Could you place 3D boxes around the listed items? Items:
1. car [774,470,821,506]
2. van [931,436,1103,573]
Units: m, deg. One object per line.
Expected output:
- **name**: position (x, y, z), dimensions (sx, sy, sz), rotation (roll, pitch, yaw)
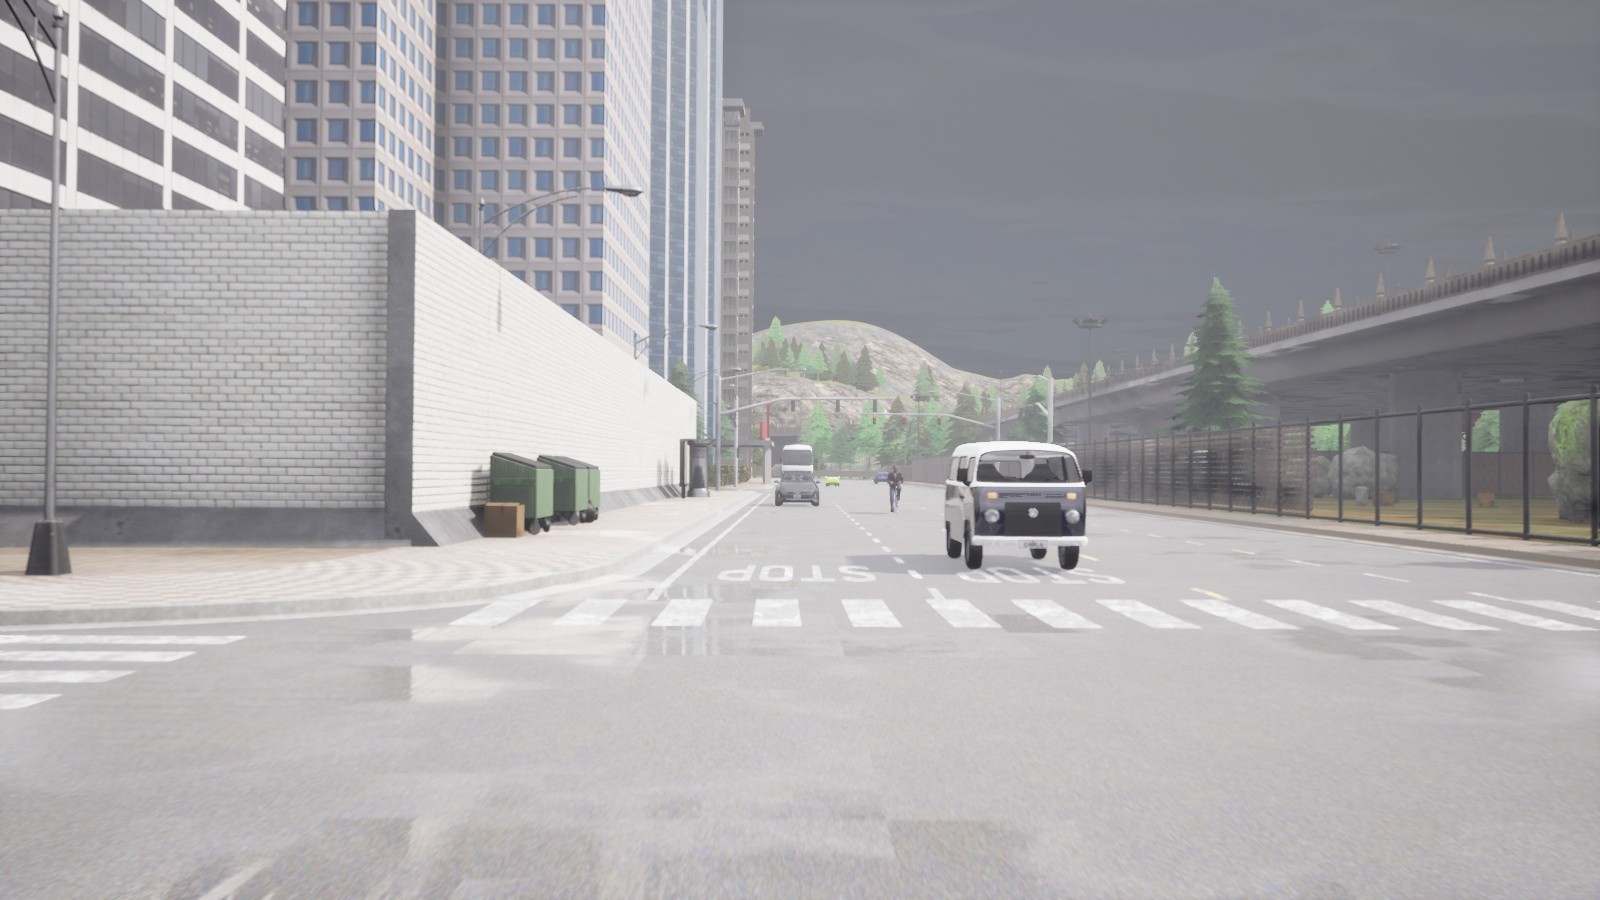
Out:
- **car**: position (-0.106, 1.638, 55.036), dimensions (2.007, 1.525, 4.514), rotation (0, -1, 0)
- **van**: position (3.462, 0.842, 20.887), dimensions (2.069, 2.038, 4.480), rotation (0, -1, 0)
